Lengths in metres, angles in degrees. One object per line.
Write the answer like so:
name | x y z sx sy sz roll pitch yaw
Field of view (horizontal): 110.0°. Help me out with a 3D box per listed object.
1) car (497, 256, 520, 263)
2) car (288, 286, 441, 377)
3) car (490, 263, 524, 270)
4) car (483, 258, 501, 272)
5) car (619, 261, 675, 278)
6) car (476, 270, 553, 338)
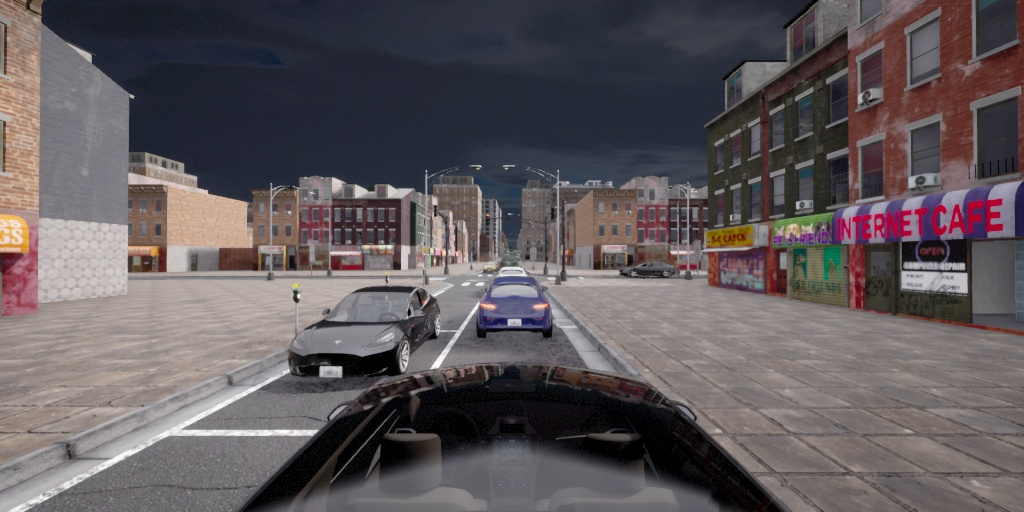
car | -0.243 1.019 45.225 2.150 2.045 5.566 0 0 4
car | -2.645 1.317 7.402 1.948 1.339 4.313 0 0 0
car | -0.003 1.284 19.216 1.812 1.442 4.674 0 0 0
car | -2.690 1.322 45.000 1.751 1.417 4.829 0 0 0
car | 12.386 1.260 33.002 4.892 1.490 1.837 -1 -1 -1
car | 0.068 1.278 10.082 1.812 1.442 4.674 0 0 0
